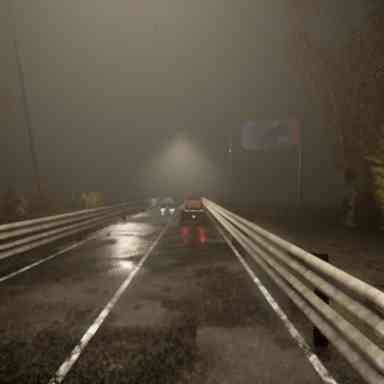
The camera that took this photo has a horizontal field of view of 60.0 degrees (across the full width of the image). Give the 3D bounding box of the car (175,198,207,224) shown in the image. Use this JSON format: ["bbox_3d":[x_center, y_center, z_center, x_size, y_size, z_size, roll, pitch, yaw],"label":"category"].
[{"bbox_3d":[0.117,1.470,24.806,2.128,1.511,4.902,0,0,0],"label":"car"}]

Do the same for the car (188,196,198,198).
[{"bbox_3d":[0.132,1.317,42.211,2.097,1.767,4.553,0,0,-1],"label":"car"}]

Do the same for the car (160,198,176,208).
[{"bbox_3d":[-3.243,1.507,46.301,2.033,1.411,5.357,0,0,0],"label":"car"}]
